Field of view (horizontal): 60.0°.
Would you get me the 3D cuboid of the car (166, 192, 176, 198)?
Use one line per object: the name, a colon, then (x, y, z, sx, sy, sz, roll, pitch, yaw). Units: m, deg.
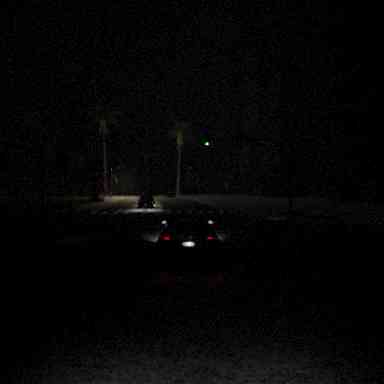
car: (-5.075, 0.653, 80.327, 2.128, 1.511, 4.902, 0, 1, -12)

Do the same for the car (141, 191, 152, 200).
car: (-9.553, 0.623, 69.241, 2.097, 1.767, 4.553, 0, 1, -10)

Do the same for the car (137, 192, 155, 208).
car: (-5.563, 1.157, 40.345, 1.837, 1.490, 4.892, 0, 1, -6)

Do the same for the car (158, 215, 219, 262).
car: (-0.159, 1.528, 12.019, 1.994, 1.385, 4.181, 0, 0, -2)

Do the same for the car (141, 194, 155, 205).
car: (-6.578, 1.100, 49.496, 1.994, 1.385, 4.181, 0, 1, -7)
